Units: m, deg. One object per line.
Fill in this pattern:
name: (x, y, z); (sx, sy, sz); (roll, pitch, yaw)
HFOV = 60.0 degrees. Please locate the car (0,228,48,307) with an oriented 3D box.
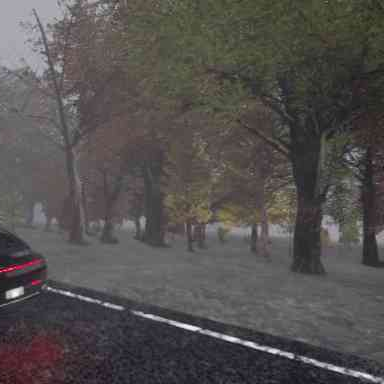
car: (-5.150, 1.520, 7.260); (4.892, 1.490, 1.837); (1, 4, 34)
